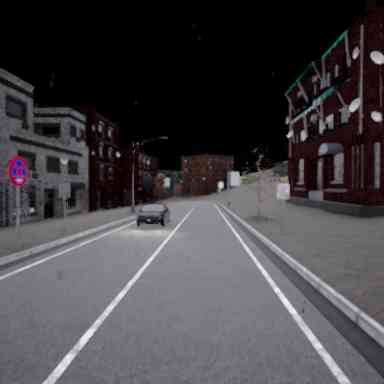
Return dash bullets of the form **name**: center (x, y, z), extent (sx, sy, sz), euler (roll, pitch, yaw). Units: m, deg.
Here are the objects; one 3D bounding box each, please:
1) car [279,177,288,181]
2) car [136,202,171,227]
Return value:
- **car**: center (26.239, -3.480, 91.307), extent (2.097, 1.535, 5.008), euler (0, 1, -1)
- **car**: center (-2.618, 1.519, 23.452), extent (1.882, 1.535, 5.008), euler (0, 0, 2)
